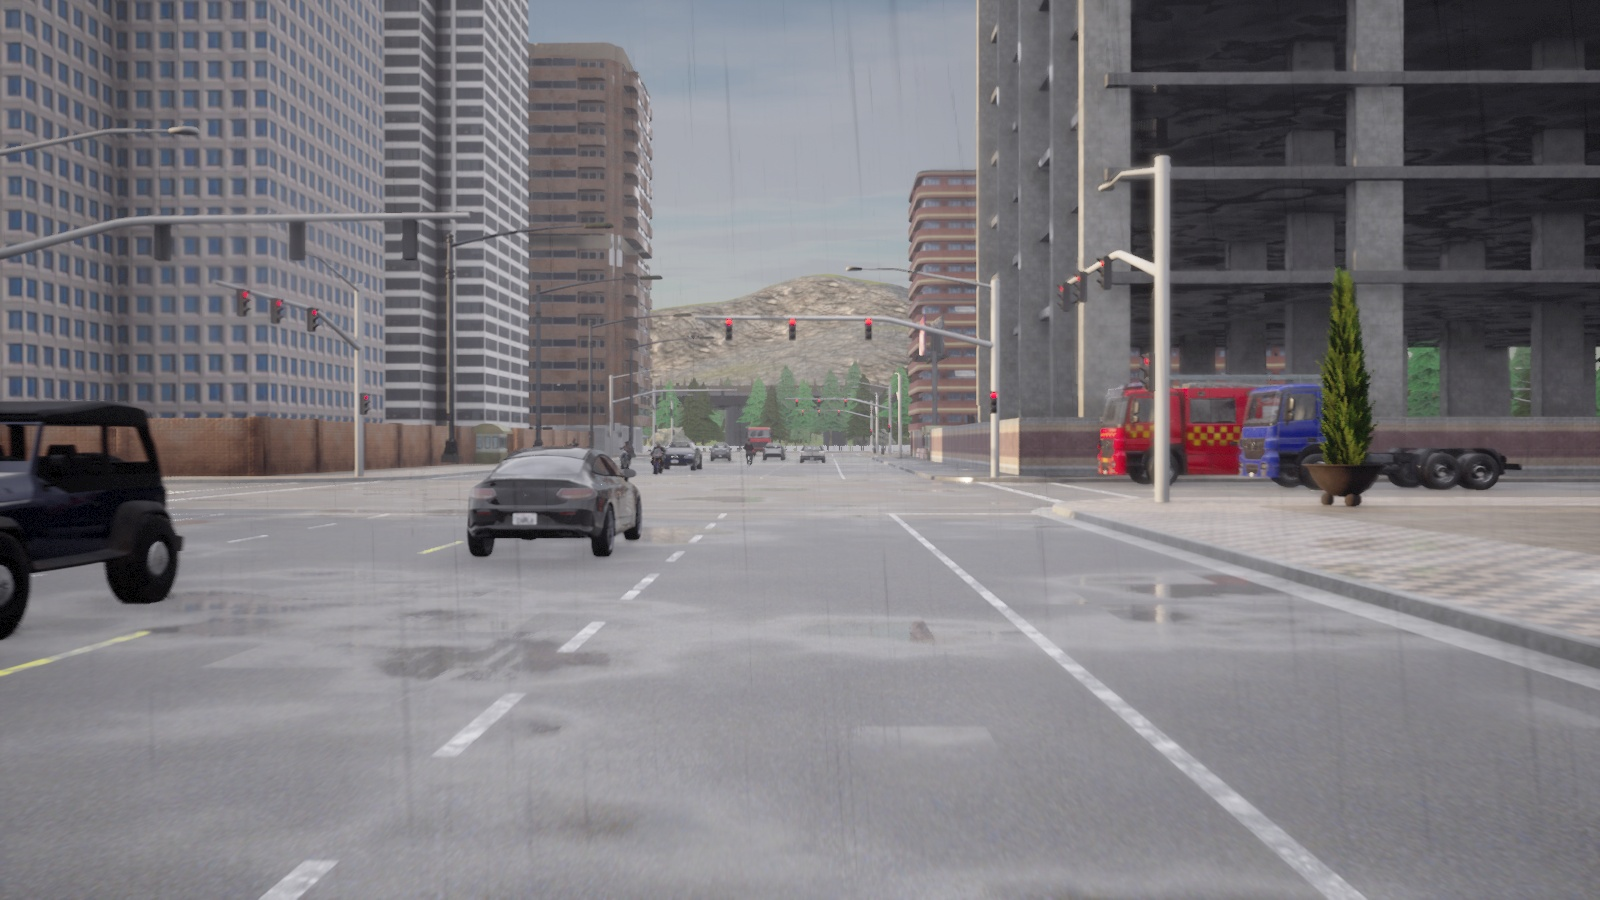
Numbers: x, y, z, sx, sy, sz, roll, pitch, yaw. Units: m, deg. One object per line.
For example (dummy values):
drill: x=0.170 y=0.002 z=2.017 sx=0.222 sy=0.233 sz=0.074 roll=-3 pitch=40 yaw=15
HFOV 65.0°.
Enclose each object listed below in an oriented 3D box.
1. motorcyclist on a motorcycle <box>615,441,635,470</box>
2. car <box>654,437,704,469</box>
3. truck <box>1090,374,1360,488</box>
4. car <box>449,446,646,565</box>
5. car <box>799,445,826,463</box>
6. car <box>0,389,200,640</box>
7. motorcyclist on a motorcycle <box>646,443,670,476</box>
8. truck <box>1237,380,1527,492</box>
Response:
motorcyclist on a motorcycle: x=-10.030 y=0.282 z=72.097 sx=0.766 sy=1.649 sz=2.350 roll=0 pitch=1 yaw=1
car: x=-6.597 y=0.129 z=68.965 sx=2.152 sy=1.651 sz=5.027 roll=0 pitch=1 yaw=1
truck: x=14.680 y=-0.654 z=43.851 sx=8.468 sy=3.827 sz=2.891 roll=0 pitch=0 yaw=1
car: x=-3.383 y=0.669 z=17.709 sx=1.812 sy=1.442 sz=4.674 roll=0 pitch=0 yaw=0
car: x=0.976 y=0.315 z=94.394 sx=1.895 sy=1.301 sz=4.718 roll=0 pitch=0 yaw=2
car: x=-6.925 y=0.477 z=10.554 sx=1.905 sy=1.878 sz=3.866 roll=0 pitch=0 yaw=0
motorcyclist on a motorcycle: x=-6.785 y=0.437 z=60.113 sx=0.866 sy=1.530 sz=2.191 roll=0 pitch=0 yaw=1
truck: x=18.519 y=-0.448 z=40.309 sx=7.936 sy=3.462 sz=2.891 roll=0 pitch=0 yaw=1
